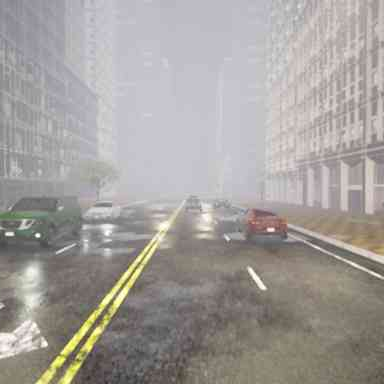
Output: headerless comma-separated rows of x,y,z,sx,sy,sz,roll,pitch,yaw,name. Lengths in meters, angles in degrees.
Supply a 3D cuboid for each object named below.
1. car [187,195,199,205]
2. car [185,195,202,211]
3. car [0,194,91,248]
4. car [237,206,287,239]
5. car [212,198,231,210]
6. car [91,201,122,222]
0.180,1.216,51.811,1.837,1.490,4.892,0,0,0,car
0.161,1.348,36.475,2.033,1.411,5.357,0,0,0,car
-6.553,1.147,14.752,2.150,2.045,5.566,0,0,0,car
3.378,1.436,16.503,1.812,1.442,4.674,0,0,0,car
3.417,1.383,39.577,1.895,1.301,4.718,0,0,0,car
-6.461,1.395,24.893,1.812,1.442,4.674,0,0,0,car
